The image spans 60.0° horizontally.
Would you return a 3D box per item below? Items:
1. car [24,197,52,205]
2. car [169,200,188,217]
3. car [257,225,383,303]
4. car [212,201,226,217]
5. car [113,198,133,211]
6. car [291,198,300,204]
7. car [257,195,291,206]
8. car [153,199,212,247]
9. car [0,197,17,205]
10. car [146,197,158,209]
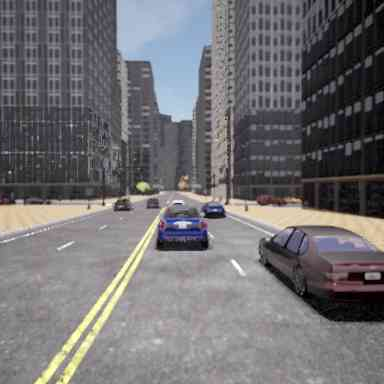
[{"bbox_3d":[-25.411,1.540,54.872,4.313,1.339,1.947,0,0,-2],"label":"car"},{"bbox_3d":[-1.375,1.551,32.923,1.812,1.442,4.674,0,0,-3],"label":"car"},{"bbox_3d":[3.125,1.547,8.442,2.033,1.411,5.357,0,0,-2],"label":"car"},{"bbox_3d":[1.960,1.578,31.419,1.994,1.385,4.181,0,0,-3],"label":"car"},{"bbox_3d":[-8.488,1.554,41.217,1.837,1.490,4.892,0,-1,-3],"label":"car"},{"bbox_3d":[18.645,1.630,65.003,4.829,1.417,1.752,0,0,-2],"label":"car"},{"bbox_3d":[13.488,1.517,56.428,5.009,1.841,2.192,0,0,-2],"label":"car"},{"bbox_3d":[-0.455,1.367,15.219,2.097,1.767,4.553,0,0,-3],"label":"car"},{"bbox_3d":[-31.095,1.521,54.700,4.206,1.307,1.802,0,0,-2],"label":"car"},{"bbox_3d":[-5.511,1.559,47.446,1.837,1.490,4.892,0,0,-3],"label":"car"}]
